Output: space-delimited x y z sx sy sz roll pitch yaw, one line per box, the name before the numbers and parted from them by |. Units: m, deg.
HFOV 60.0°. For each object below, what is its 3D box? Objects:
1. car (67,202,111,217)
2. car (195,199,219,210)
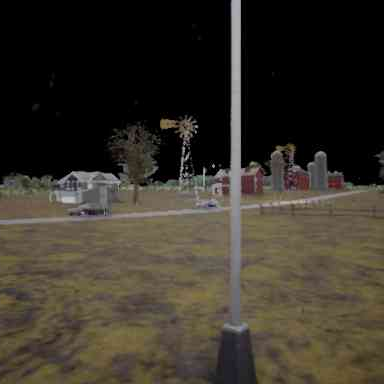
car | -11.012 1.909 35.734 1.837 1.490 4.892 -2 -2 36
car | 2.415 1.933 54.321 2.097 1.767 4.553 -2 -1 36
